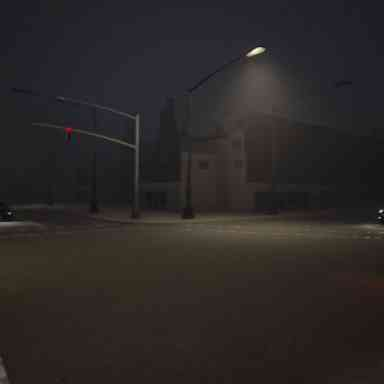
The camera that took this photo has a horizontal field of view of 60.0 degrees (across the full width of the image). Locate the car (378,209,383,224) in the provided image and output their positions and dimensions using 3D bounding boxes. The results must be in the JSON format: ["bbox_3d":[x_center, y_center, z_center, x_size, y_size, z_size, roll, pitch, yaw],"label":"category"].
[{"bbox_3d":[15.606,1.432,24.417,4.553,1.767,2.097,0,0,-37],"label":"car"}]

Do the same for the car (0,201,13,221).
[{"bbox_3d":[-14.967,1.380,25.251,2.033,1.411,5.357,1,0,-36],"label":"car"}]
